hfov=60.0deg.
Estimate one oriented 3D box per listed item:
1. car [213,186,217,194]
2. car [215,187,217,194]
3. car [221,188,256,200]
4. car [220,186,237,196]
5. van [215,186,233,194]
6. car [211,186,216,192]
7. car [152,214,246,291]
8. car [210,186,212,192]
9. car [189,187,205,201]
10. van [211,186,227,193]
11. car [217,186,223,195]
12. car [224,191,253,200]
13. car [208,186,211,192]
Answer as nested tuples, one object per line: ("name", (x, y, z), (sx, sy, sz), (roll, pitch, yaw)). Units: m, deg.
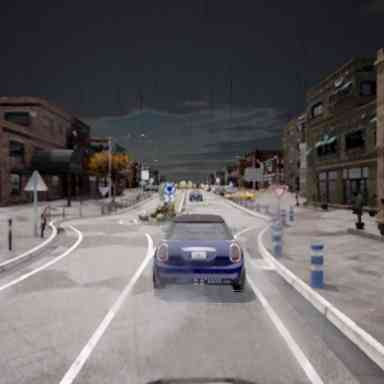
("car", (7.928, 0.010, 74.848), (4.892, 1.521, 2.231), (0, 1, -1))
("car", (7.985, 0.163, 69.338), (5.008, 1.535, 2.097), (0, 2, -1))
("car", (7.975, 0.608, 55.563), (5.366, 1.575, 1.946), (0, 2, -1))
("car", (8.061, 0.295, 61.071), (4.553, 1.767, 2.185), (0, 2, -1))
("van", (7.936, -0.418, 82.987), (4.442, 1.987, 1.878), (0, 1, -1))
("car", (7.859, -0.131, 80.357), (5.008, 1.535, 2.097), (0, 1, -1))
("car", (0.197, 1.386, 9.305), (2.097, 1.767, 4.553), (0, 0, 1))
("car", (7.787, -0.216, 85.868), (4.674, 1.452, 2.002), (0, 1, -1))
("car", (0.629, 0.489, 55.389), (2.097, 1.767, 4.553), (0, 2, -1))
("van", (7.565, -0.643, 94.130), (4.442, 1.987, 1.878), (0, 1, -1))
("car", (8.088, 0.080, 63.821), (5.566, 2.045, 2.435), (0, 2, -1))
("car", (8.130, 0.555, 58.323), (4.674, 1.452, 2.002), (0, 2, -1))
("car", (7.721, -0.565, 88.620), (5.566, 2.045, 2.435), (0, 1, -1))
